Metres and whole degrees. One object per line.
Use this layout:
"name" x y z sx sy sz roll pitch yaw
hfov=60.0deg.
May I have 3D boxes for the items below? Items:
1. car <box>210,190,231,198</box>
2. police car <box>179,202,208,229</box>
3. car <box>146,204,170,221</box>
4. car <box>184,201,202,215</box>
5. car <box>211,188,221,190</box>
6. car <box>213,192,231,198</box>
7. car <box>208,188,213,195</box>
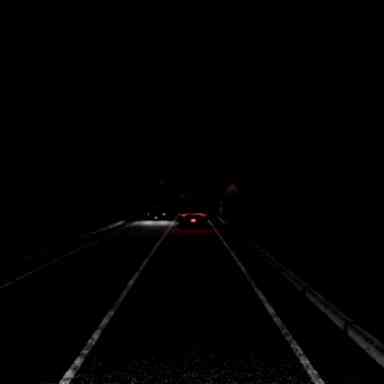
"car" 7.990 0.874 86.777 5.366 1.575 1.946 0 2 -1
"police car" 0.088 1.693 23.530 2.038 1.542 4.974 0 -1 0
"car" -3.023 1.811 30.749 2.033 1.411 5.357 0 0 1
"car" 0.154 1.847 39.344 2.033 1.411 5.357 0 0 1
"car" 8.078 0.561 92.284 4.553 1.767 2.185 0 2 -1
"car" 8.146 0.821 89.536 4.674 1.452 2.002 0 2 -1
"car" 8.107 0.346 95.034 5.566 2.045 2.435 0 2 -1
